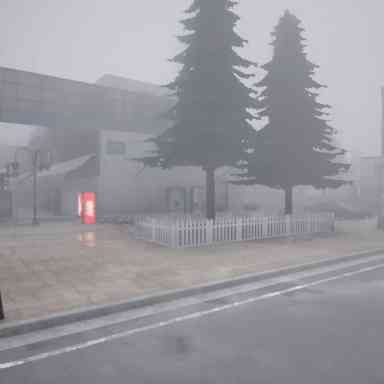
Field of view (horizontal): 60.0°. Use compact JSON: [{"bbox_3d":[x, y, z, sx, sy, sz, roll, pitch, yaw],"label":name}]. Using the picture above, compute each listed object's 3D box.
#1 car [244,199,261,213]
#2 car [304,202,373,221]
[{"bbox_3d":[5.414,1.462,36.935,1.882,1.535,5.008,0,0,-34],"label":"car"},{"bbox_3d":[11.824,1.532,27.409,2.033,1.411,5.357,0,0,-34],"label":"car"}]
